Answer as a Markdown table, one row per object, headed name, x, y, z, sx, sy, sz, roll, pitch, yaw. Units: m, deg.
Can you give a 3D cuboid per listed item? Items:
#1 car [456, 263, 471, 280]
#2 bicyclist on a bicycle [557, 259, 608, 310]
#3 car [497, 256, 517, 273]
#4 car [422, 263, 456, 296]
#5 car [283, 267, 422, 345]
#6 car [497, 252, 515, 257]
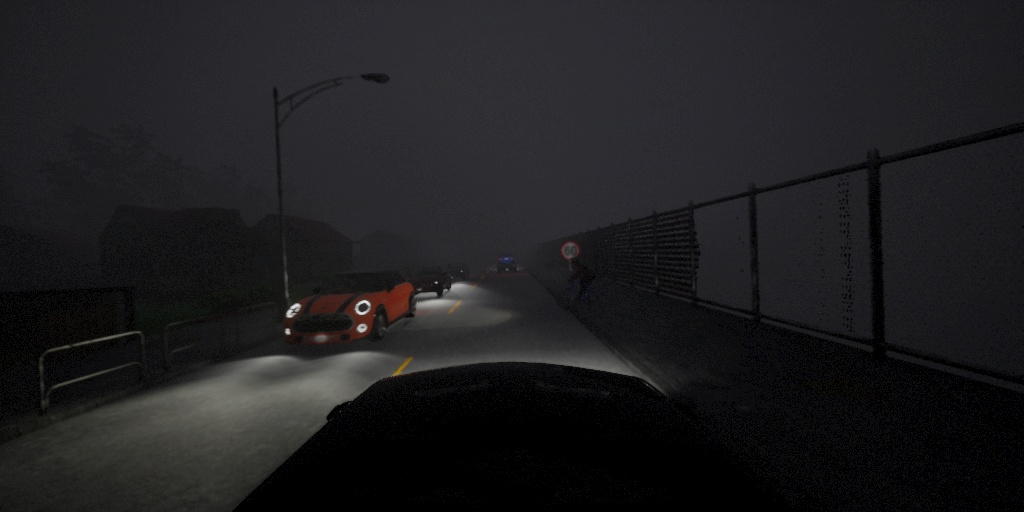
| name | x | y | z | sx | sy | sz | roll | pitch | yaw |
| --- | --- | --- | --- | --- | --- | --- | --- | --- | --- |
| car | -4.515 | 1.237 | 29.031 | 1.895 | 1.301 | 4.718 | -2 | 1 | -1 |
| bicyclist on a bicycle | 2.243 | 0.899 | 11.534 | 1.656 | 1.620 | 0.582 | -3 | 1 | -1 |
| car | -0.508 | 0.985 | 36.482 | 1.895 | 1.301 | 4.718 | -2 | 1 | 0 |
| car | -4.365 | 1.266 | 19.083 | 1.812 | 1.442 | 4.674 | -2 | 1 | -1 |
| car | -4.226 | 1.186 | 10.068 | 2.097 | 1.767 | 4.553 | -2 | 1 | -1 |
| car | -0.758 | 0.489 | 48.202 | 2.150 | 2.045 | 5.566 | -2 | 1 | -1 |
